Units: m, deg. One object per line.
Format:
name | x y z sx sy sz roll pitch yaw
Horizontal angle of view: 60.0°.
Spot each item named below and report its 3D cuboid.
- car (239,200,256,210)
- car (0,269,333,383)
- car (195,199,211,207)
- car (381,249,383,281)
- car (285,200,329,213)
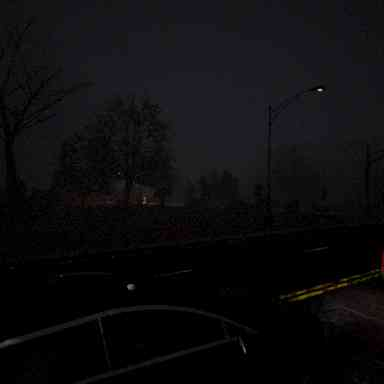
car | 6.962 1.761 45.159 1.994 1.385 4.181 2 -2 -37
car | -0.713 1.492 2.933 4.902 1.511 2.128 0 0 -36
car | 1.173 1.786 53.369 1.812 1.442 4.674 2 -2 -35
car | 6.704 1.363 8.266 4.553 1.767 2.097 0 0 -36
car | 12.787 1.618 37.225 1.882 1.535 5.008 2 -2 -36
